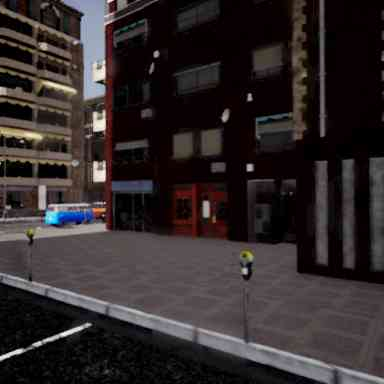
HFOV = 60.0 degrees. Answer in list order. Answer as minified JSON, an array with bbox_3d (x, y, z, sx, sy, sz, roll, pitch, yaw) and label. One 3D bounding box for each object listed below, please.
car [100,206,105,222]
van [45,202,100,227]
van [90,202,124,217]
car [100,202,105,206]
[{"bbox_3d":[-6.926,2.223,32.106,1.947,1.339,4.313,-2,-2,35],"label":"car"},{"bbox_3d":[-9.998,1.891,27.498,1.690,1.788,3.998,-2,-2,35],"label":"van"},{"bbox_3d":[-10.558,2.157,41.418,1.690,1.788,3.998,-2,-2,35],"label":"van"},{"bbox_3d":[-11.453,2.050,35.651,2.097,1.767,4.553,0,-1,35],"label":"car"}]
